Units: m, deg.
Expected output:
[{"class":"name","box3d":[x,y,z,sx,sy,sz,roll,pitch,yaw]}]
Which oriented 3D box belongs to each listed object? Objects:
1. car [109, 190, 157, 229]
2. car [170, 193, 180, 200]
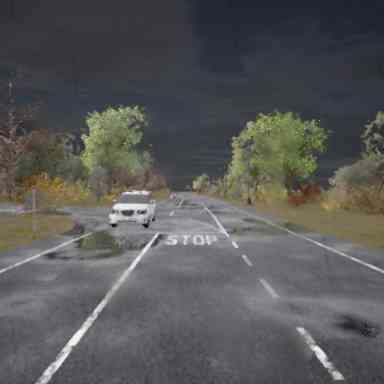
[{"class":"car","box3d":[-3.473,0.972,20.601,2.150,2.045,5.566,1,2,0]},{"class":"car","box3d":[-3.751,0.914,72.460,2.097,1.767,4.553,0,0,-1]}]
